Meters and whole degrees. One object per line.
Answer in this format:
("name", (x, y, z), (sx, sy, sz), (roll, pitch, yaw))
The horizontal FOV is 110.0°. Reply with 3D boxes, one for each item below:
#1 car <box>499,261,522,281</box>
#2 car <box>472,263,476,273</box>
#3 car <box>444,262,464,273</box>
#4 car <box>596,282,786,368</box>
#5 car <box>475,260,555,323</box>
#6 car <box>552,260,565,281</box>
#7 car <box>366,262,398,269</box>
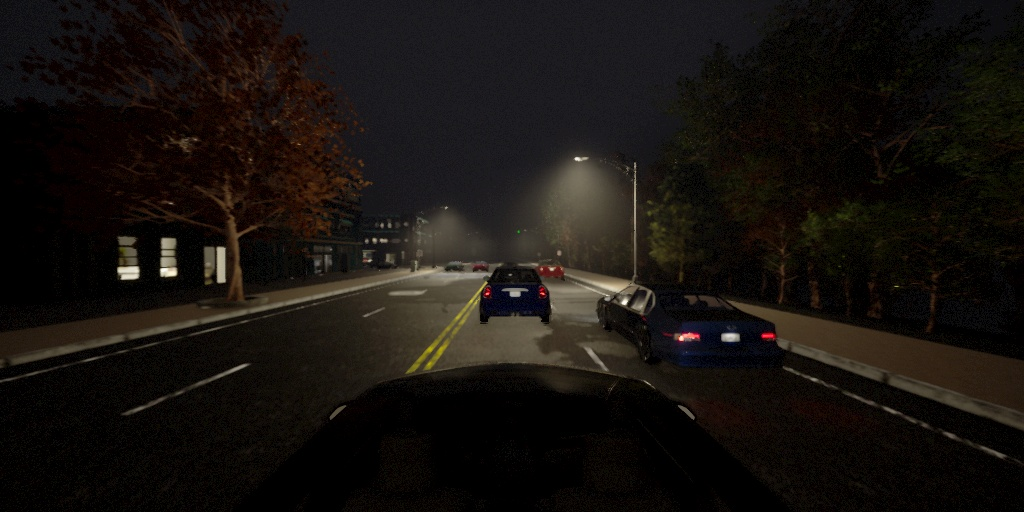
("car", (-0.184, 1.251, 30.881), (1.837, 1.490, 4.892), (0, 0, -1))
("car", (-3.807, 1.347, 44.207), (1.895, 1.301, 4.718), (0, 0, 0))
("car", (-7.056, 1.347, 44.144), (1.895, 1.301, 4.718), (0, 0, 0))
("car", (3.345, 1.296, 8.006), (2.033, 1.411, 5.357), (0, 0, 0))
("car", (0.072, 1.100, 12.314), (2.097, 1.767, 4.553), (0, 0, 0))
("car", (3.078, 1.098, 30.127), (2.097, 1.767, 4.553), (0, 0, -1))
("car", (-20.679, 1.565, 58.183), (4.313, 1.339, 1.948), (0, 0, -1))
